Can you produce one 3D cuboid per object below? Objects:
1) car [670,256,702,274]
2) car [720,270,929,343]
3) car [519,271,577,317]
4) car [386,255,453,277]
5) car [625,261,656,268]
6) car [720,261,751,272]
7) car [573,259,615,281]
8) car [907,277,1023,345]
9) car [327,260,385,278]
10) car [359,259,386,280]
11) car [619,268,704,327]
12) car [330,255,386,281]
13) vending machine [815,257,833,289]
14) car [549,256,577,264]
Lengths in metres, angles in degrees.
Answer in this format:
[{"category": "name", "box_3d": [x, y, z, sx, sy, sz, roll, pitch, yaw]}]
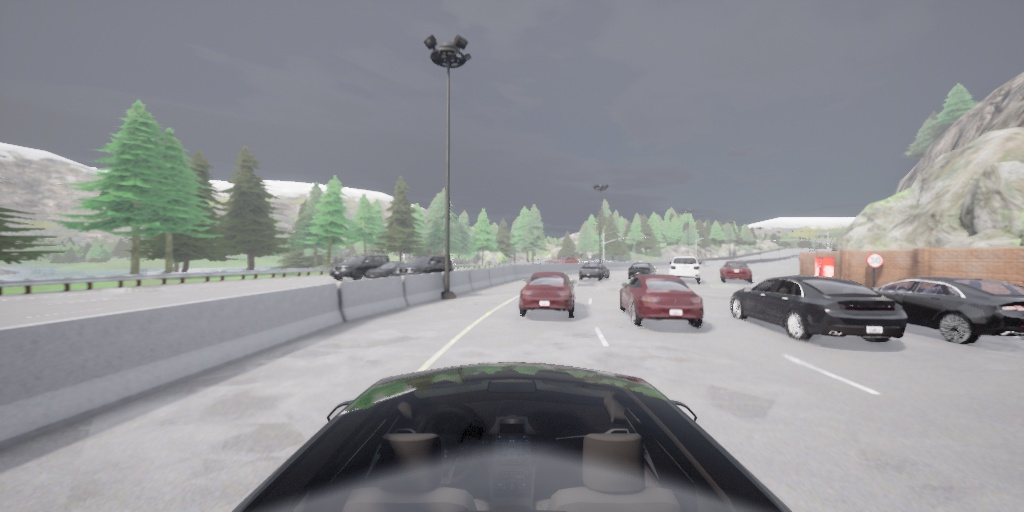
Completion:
[{"category": "car", "box_3d": [14.181, 1.052, 29.310, 2.150, 2.045, 5.566, 0, 0, 27]}, {"category": "car", "box_3d": [7.901, 1.298, 9.890, 1.837, 1.490, 4.892, 0, 0, 8]}, {"category": "car", "box_3d": [1.393, 1.286, 13.247, 1.812, 1.442, 4.674, 0, 0, 10]}, {"category": "car", "box_3d": [-6.282, 0.946, 26.059, 2.150, 2.045, 5.566, 0, 0, 19]}, {"category": "car", "box_3d": [11.595, 1.296, 31.754, 1.882, 1.535, 5.008, 0, 0, 28]}, {"category": "car", "box_3d": [18.413, 1.205, 29.614, 2.097, 1.767, 4.553, 0, 0, 29]}, {"category": "car", "box_3d": [7.090, 1.286, 30.578, 2.128, 1.511, 4.902, 0, 0, 25]}, {"category": "car", "box_3d": [11.374, 1.302, 9.596, 2.128, 1.511, 4.902, 0, 0, 8]}, {"category": "car", "box_3d": [-14.544, 1.176, 33.742, 2.128, 1.511, 4.902, 0, 0, 22]}, {"category": "car", "box_3d": [-9.220, 1.188, 28.127, 1.882, 1.535, 5.008, 0, 0, 20]}, {"category": "car", "box_3d": [4.636, 1.302, 11.590, 1.812, 1.442, 4.674, 0, 0, 9]}, {"category": "car", "box_3d": [-12.347, 0.915, 29.820, 2.150, 2.045, 5.566, 0, 0, 20]}, {"category": "vending machine", "box_3d": [20.583, 1.058, 23.555, 1.100, 2.100, 0.880, 0, 0, 25]}, {"category": "car", "box_3d": [9.611, 1.059, 63.733, 2.150, 2.045, 5.566, 0, 0, 45]}]
